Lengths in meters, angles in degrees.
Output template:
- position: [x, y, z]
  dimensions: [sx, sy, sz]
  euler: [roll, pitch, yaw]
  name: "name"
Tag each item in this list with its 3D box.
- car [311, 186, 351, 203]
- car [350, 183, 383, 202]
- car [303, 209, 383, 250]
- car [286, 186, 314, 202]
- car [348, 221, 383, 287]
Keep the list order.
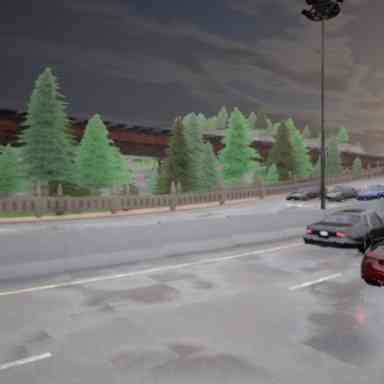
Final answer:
- position: [13.973, 0.149, 31.215]
  dimensions: [5.357, 1.411, 2.033]
  euler: [-7, 4, -35]
  name: "car"
- position: [15.990, 0.080, 28.351]
  dimensions: [5.008, 1.535, 1.882]
  euler: [-7, 4, -35]
  name: "car"
- position: [6.509, 1.353, 12.719]
  dimensions: [5.357, 1.411, 2.033]
  euler: [-3, 2, -35]
  name: "car"
- position: [11.942, 0.149, 34.064]
  dimensions: [5.357, 1.411, 2.033]
  euler: [-7, 4, -35]
  name: "car"
- position: [5.914, 1.476, 8.002]
  dimensions: [4.181, 1.385, 1.994]
  euler: [-2, 1, -36]
  name: "car"
